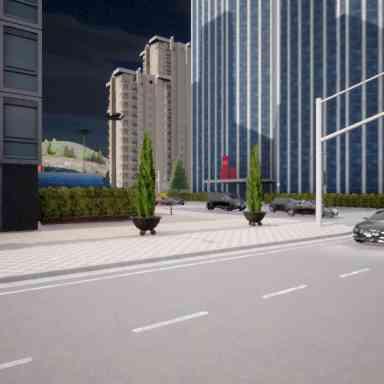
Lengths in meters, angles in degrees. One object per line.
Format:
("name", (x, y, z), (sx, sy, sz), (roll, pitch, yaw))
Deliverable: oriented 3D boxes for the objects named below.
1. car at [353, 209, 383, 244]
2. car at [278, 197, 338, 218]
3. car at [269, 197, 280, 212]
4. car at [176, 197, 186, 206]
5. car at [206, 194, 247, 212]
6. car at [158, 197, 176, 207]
("car", (9.062, 1.505, 14.765), (4.892, 1.490, 1.837), (0, 0, -36))
("car", (10.525, 1.491, 29.687), (2.128, 1.511, 4.902), (0, 0, -36))
("car", (10.558, 1.352, 35.600), (2.097, 1.767, 4.553), (0, 0, -36))
("car", (-2.843, 1.564, 54.155), (1.994, 1.385, 4.181), (0, 0, -36))
("car", (3.931, 1.225, 38.785), (2.150, 2.045, 5.566), (0, 0, -36))
("car", (-4.965, 1.478, 51.111), (1.882, 1.535, 5.008), (0, 0, -36))
